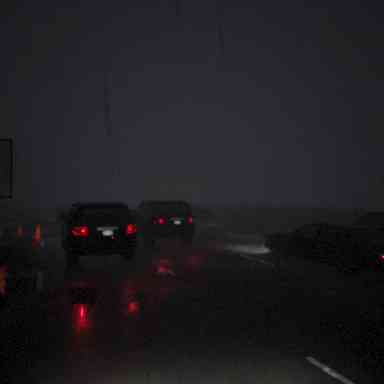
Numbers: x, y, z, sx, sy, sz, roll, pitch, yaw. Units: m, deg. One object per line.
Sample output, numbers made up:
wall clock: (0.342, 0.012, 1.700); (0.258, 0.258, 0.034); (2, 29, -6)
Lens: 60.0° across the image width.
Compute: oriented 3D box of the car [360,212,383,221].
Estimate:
car: (7.577, 1.557, 13.131); (2.097, 1.767, 4.553); (1, -1, -24)

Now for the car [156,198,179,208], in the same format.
car: (-4.670, 2.009, 63.105); (3.866, 1.878, 1.905); (1, -1, -24)

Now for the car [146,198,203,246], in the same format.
car: (-1.711, 1.434, 16.898); (2.150, 2.045, 5.566); (1, -1, -24)

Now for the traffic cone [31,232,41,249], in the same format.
traffic cone: (-6.620, 2.110, 14.098); (0.340, 0.580, 0.340); (1, -1, -24)

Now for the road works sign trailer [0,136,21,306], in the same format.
road works sign trailer: (-5.169, 0.535, 7.108); (2.380, 3.560, 2.880); (1, -1, -24)

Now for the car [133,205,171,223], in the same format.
car: (-3.768, 1.924, 30.313); (2.033, 1.411, 5.357); (1, -1, -23)

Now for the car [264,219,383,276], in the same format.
car: (4.652, 1.713, 11.082); (2.033, 1.411, 5.357); (1, -1, -24)

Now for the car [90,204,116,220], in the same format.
car: (-9.065, 1.960, 33.686); (1.994, 1.385, 4.181); (1, -1, -24)

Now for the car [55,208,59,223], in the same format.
car: (-10.920, 1.894, 29.198); (1.994, 1.385, 4.181); (1, -1, -24)

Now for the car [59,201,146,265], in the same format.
car: (-3.671, 1.370, 12.616); (2.150, 2.045, 5.566); (1, -1, -24)

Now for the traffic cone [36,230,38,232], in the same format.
traffic cone: (-7.422, 2.130, 15.930); (0.340, 0.580, 0.340); (1, -1, -24)

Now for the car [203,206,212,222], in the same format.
car: (0.030, 1.872, 30.368); (1.882, 1.535, 5.008); (1, -1, -24)

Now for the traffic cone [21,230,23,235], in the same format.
traffic cone: (-9.942, 2.161, 19.193); (0.340, 0.580, 0.340); (1, -1, -24)
